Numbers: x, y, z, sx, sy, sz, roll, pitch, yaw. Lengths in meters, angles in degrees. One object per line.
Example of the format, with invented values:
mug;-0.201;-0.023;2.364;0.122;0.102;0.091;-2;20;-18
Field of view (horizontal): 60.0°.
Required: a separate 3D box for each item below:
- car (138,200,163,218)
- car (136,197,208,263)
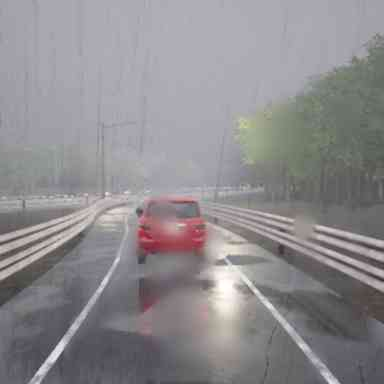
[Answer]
car;-3.674;1.428;29.138;1.994;1.385;4.181;0;0;-9
car;-0.827;1.176;12.025;2.150;2.045;5.566;0;0;-7
